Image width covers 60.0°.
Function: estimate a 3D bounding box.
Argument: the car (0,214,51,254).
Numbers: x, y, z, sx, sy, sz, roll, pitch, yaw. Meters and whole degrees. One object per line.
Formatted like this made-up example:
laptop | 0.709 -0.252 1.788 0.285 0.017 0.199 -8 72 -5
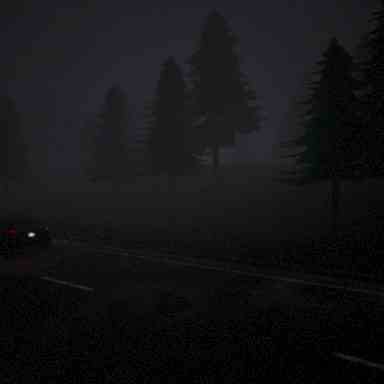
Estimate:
car | -7.702 1.591 13.755 4.181 1.385 1.994 0 0 36
